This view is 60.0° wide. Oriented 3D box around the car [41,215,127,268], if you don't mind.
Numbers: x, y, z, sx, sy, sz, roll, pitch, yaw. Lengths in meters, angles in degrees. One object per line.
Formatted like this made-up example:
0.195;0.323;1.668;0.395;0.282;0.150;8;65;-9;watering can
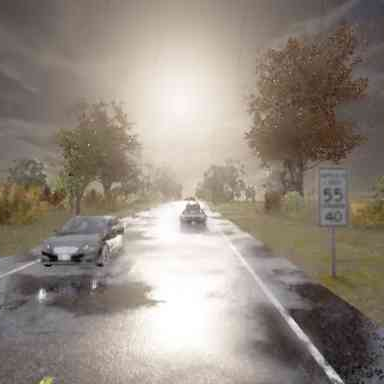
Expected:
-3.586;1.594;11.821;2.128;1.511;4.902;0;-1;0;car

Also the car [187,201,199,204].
0.104;1.920;43.077;2.128;1.511;4.902;0;-1;0;car

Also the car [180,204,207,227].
0.096;1.826;24.671;1.895;1.301;4.718;0;-1;0;car
